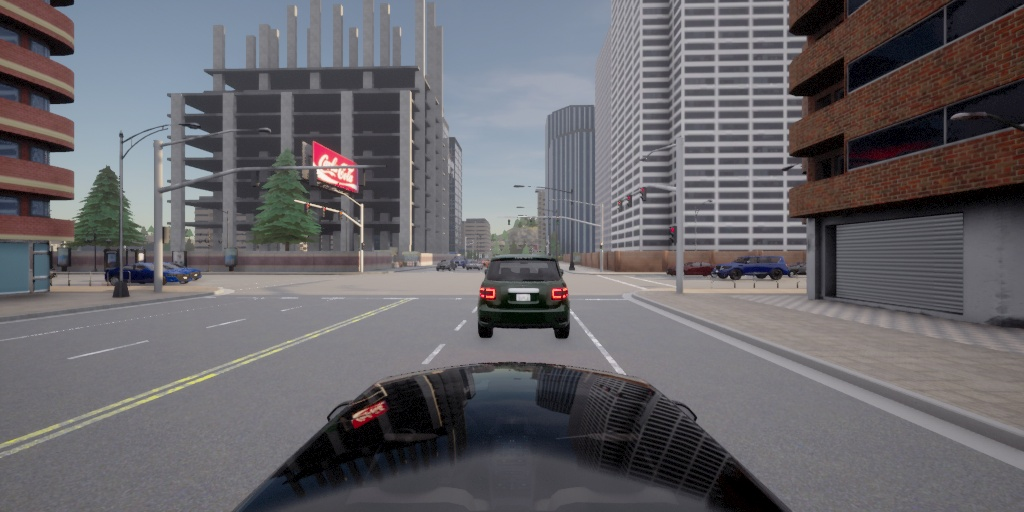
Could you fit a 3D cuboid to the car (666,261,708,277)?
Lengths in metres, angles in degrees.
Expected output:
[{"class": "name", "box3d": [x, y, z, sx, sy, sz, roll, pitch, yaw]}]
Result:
[{"class": "car", "box3d": [17.308, 1.228, 34.055, 5.008, 1.535, 1.882, 0, 0, 2]}]

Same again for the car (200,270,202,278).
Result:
[{"class": "car", "box3d": [-27.381, 1.228, 28.306, 5.008, 1.535, 1.882, 0, 0, 2]}]

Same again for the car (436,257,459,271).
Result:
[{"class": "car", "box3d": [-8.883, 1.255, 48.507, 1.837, 1.490, 4.892, 0, 0, 2]}]

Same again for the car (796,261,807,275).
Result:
[{"class": "car", "box3d": [27.238, 1.241, 33.722, 4.902, 1.511, 2.128, 0, 0, 2]}]

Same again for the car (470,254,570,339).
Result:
[{"class": "car", "box3d": [0.338, 0.971, 10.267, 2.150, 2.045, 5.566, 0, 0, 2]}]

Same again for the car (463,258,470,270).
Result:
[{"class": "car", "box3d": [-5.279, 1.351, 51.143, 1.895, 1.301, 4.718, 0, 0, 2]}]

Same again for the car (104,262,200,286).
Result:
[{"class": "car", "box3d": [-24.964, 1.228, 24.726, 5.008, 1.535, 1.882, 0, 0, 2]}]

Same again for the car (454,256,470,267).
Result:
[{"class": "car", "box3d": [-8.501, 0.971, 58.355, 2.150, 2.045, 5.566, 0, 0, 1]}]

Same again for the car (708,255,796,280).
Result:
[{"class": "car", "box3d": [20.224, 0.971, 30.462, 5.566, 2.045, 2.150, 0, 0, 2]}]

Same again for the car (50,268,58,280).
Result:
[{"class": "car", "box3d": [-39.465, 1.242, 28.704, 4.902, 1.511, 2.128, 0, 0, 2]}]
